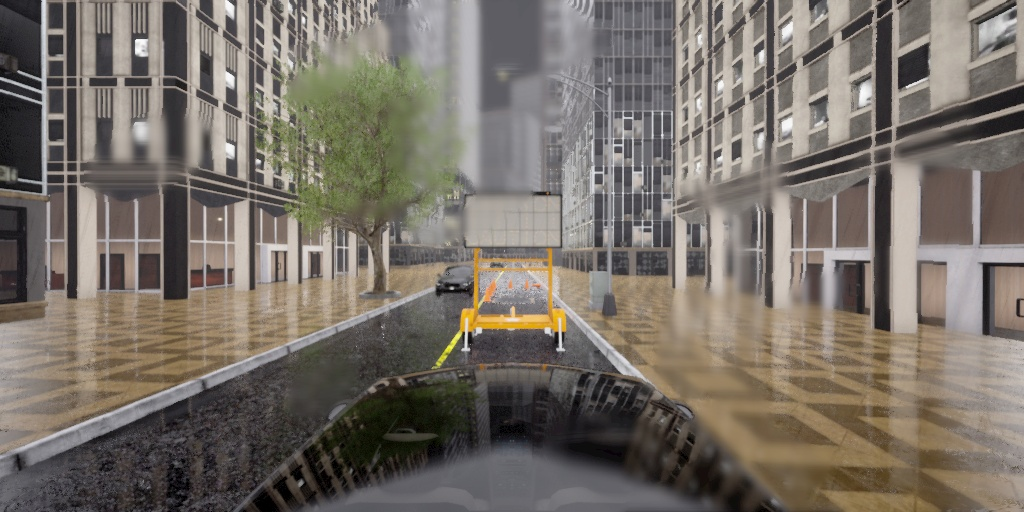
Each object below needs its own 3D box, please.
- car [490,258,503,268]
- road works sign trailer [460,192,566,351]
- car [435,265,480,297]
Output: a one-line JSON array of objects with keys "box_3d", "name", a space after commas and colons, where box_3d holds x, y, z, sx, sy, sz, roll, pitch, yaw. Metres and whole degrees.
[{"box_3d": [-2.591, 1.160, 61.389, 2.097, 1.767, 4.553, 0, 0, 0], "name": "car"}, {"box_3d": [0.032, 0.213, 8.949, 2.380, 3.560, 2.880, 0, 0, 0], "name": "road works sign trailer"}, {"box_3d": [-2.780, 1.255, 19.062, 1.837, 1.490, 4.892, 0, 0, 0], "name": "car"}]
